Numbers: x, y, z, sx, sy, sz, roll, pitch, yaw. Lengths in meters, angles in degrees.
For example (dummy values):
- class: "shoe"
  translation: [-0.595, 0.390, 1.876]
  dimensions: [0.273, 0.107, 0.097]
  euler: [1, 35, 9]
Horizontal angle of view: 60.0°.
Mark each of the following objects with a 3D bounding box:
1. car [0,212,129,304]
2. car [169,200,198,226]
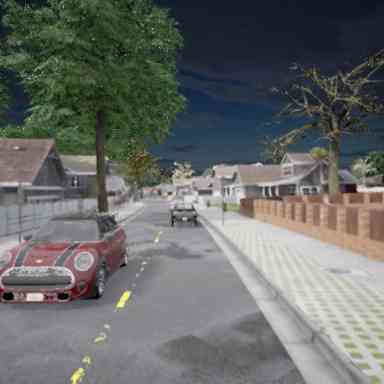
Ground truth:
- class: "car"
  translation: [-2.971, 1.377, 8.449]
  dimensions: [2.097, 1.767, 4.553]
  euler: [0, 0, -1]
- class: "car"
  translation: [-0.603, 1.558, 24.209]
  dimensions: [2.128, 1.511, 4.902]
  euler: [0, 0, -3]
